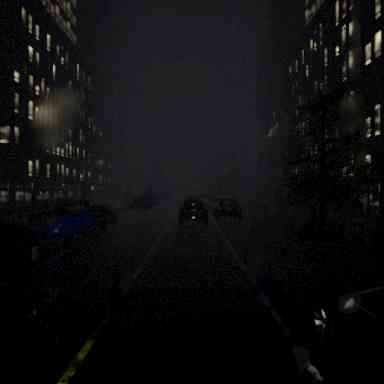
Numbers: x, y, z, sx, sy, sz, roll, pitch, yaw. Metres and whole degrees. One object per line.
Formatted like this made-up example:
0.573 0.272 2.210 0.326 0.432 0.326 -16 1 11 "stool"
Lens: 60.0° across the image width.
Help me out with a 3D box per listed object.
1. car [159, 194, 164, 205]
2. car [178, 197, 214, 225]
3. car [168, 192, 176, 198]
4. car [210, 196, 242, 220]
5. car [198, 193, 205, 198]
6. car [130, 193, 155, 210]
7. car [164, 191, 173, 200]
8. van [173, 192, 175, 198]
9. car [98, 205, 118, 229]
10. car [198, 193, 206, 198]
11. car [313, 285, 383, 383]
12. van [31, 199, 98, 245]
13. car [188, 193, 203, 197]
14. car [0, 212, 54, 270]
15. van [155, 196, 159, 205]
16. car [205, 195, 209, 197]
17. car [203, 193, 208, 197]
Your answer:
-5.694 1.221 48.810 1.947 1.339 4.313 0 0 0 "car"
0.097 1.335 22.573 2.128 1.511 4.902 0 0 0 "car"
-5.700 0.757 94.344 1.967 1.590 4.097 0 0 0 "car"
2.691 1.259 26.027 1.967 1.590 4.097 0 0 0 "car"
2.680 0.861 94.329 1.887 1.381 4.507 0 0 0 "car"
-5.692 1.178 37.424 1.967 1.590 4.097 0 0 0 "car"
-5.697 1.014 71.406 1.752 1.417 4.829 0 0 0 "car"
-5.698 0.743 82.960 1.690 1.788 3.998 0 0 0 "van"
-5.690 1.441 20.350 1.802 1.307 4.206 0 0 0 "car"
2.681 0.910 88.638 2.008 1.369 4.403 0 0 0 "car"
2.693 1.543 3.261 1.947 1.339 4.313 0 0 0 "car"
-5.688 1.240 14.656 1.690 1.788 3.998 0 0 0 "van"
0.094 1.219 40.569 1.837 1.490 4.892 0 0 0 "car"
-5.688 1.483 8.965 1.887 1.381 4.507 0 0 0 "car"
-5.692 1.037 43.116 1.690 1.788 3.998 0 0 0 "van"
2.688 1.319 37.412 1.802 1.307 4.206 0 0 0 "car"
2.687 1.220 43.274 1.752 1.417 4.829 0 0 0 "car"
